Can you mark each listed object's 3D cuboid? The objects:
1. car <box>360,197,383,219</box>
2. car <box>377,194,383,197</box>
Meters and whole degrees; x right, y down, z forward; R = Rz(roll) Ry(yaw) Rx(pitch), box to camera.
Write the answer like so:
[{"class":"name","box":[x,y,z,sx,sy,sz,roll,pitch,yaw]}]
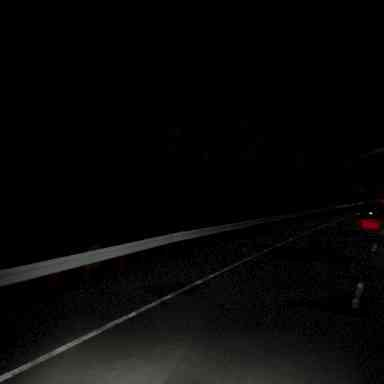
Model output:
[{"class":"car","box":[16.200,1.505,29.493,1.837,1.490,4.892,0,0,35]},{"class":"car","box":[22.297,1.221,38.003,2.150,2.045,5.566,0,0,36]}]
